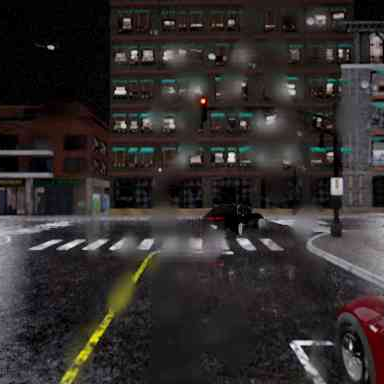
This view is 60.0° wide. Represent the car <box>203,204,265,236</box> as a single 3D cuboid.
[{"bbox_3d":[2.351,1.408,17.896,1.837,1.490,4.892,-3,-1,32],"label":"car"}]

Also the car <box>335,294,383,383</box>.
[{"bbox_3d":[2.756,1.443,2.588,1.967,1.590,4.097,1,0,0],"label":"car"}]
